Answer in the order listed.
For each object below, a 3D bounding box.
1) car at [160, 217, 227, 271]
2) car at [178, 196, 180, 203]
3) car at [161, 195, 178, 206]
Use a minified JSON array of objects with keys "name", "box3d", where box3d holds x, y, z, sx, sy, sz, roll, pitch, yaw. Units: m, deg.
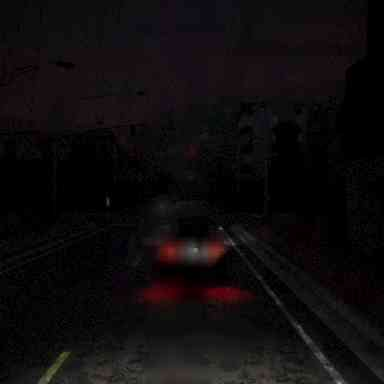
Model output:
[{"name":"car","box3d":[0.055,1.519,10.737,2.033,1.411,5.357,0,0,0]},{"name":"car","box3d":[-3.512,1.307,66.661,1.882,1.535,5.008,0,1,0]},{"name":"car","box3d":[-3.579,1.374,50.388,1.837,1.490,4.892,0,0,0]}]
